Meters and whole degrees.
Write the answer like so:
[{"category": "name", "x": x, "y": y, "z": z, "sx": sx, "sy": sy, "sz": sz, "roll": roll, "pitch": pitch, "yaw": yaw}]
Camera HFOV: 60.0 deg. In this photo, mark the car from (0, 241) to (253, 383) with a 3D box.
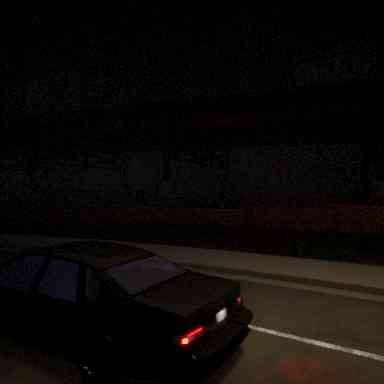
[{"category": "car", "x": -1.824, "y": 1.521, "z": 5.186, "sx": 5.357, "sy": 1.411, "sz": 2.033, "roll": 0, "pitch": 1, "yaw": 30}]
